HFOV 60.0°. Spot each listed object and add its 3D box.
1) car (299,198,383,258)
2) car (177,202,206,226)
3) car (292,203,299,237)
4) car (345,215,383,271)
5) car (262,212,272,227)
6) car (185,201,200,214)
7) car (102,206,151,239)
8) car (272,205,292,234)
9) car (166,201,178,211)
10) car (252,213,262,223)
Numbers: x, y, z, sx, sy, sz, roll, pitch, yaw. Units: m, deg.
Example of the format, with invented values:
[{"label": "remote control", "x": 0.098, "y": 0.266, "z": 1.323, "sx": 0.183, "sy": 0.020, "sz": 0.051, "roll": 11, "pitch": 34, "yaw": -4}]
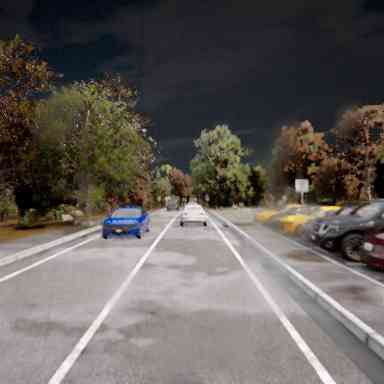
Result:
[{"label": "car", "x": 7.045, "y": 1.245, "z": 11.776, "sx": 5.566, "sy": 2.045, "sz": 2.435, "roll": 0, "pitch": 0, "yaw": 0}, {"label": "car", "x": 0.090, "y": 1.648, "z": 24.608, "sx": 1.812, "sy": 1.442, "sz": 4.674, "roll": 0, "pitch": -1, "yaw": 0}, {"label": "car", "x": 7.105, "y": 1.376, "z": 14.548, "sx": 4.553, "sy": 1.767, "sz": 2.185, "roll": 0, "pitch": 0, "yaw": 0}, {"label": "car", "x": 7.103, "y": 1.523, "z": 9.000, "sx": 4.792, "sy": 1.488, "sz": 2.163, "roll": 0, "pitch": 0, "yaw": 0}, {"label": "car", "x": 7.080, "y": 1.531, "z": 20.097, "sx": 4.892, "sy": 1.521, "sz": 2.231, "roll": 0, "pitch": 0, "yaw": 0}, {"label": "car", "x": 0.082, "y": 1.977, "z": 42.911, "sx": 1.882, "sy": 1.535, "sz": 5.008, "roll": 0, "pitch": -2, "yaw": 0}, {"label": "car", "x": -3.356, "y": 1.528, "z": 17.736, "sx": 1.882, "sy": 1.535, "sz": 5.008, "roll": 0, "pitch": 0, "yaw": 0}, {"label": "car", "x": 7.081, "y": 1.512, "z": 17.325, "sx": 5.008, "sy": 1.535, "sz": 2.097, "roll": 0, "pitch": 0, "yaw": 0}, {"label": "car", "x": -3.325, "y": 2.369, "z": 58.153, "sx": 2.097, "sy": 1.767, "sz": 4.553, "roll": 0, "pitch": -2, "yaw": 0}, {"label": "car", "x": 6.890, "y": 1.554, "z": 22.865, "sx": 5.366, "sy": 1.575, "sz": 1.946, "roll": 0, "pitch": 0, "yaw": 0}]
